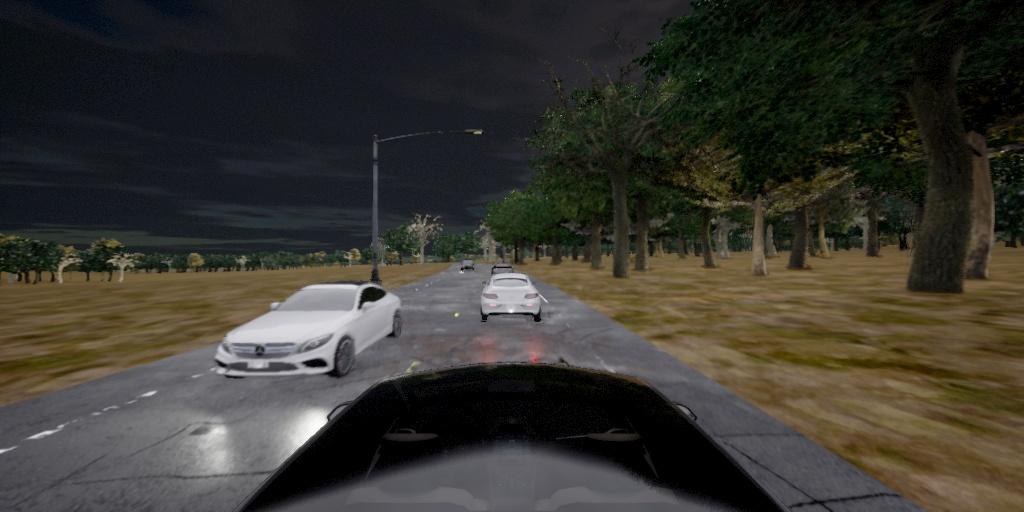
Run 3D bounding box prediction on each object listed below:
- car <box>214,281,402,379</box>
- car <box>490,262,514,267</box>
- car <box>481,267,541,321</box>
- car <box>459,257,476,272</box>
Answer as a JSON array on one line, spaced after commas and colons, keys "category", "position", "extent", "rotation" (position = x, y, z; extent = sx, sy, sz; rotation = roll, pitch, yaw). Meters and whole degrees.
[{"category": "car", "position": [-3.670, 1.282, 7.462], "extent": [1.812, 1.442, 4.674], "rotation": [0, 0, -1]}, {"category": "car", "position": [-0.867, 1.263, 31.064], "extent": [2.128, 1.511, 4.902], "rotation": [0, 0, -4]}, {"category": "car", "position": [-0.079, 1.284, 12.352], "extent": [1.812, 1.442, 4.674], "rotation": [0, 0, -1]}, {"category": "car", "position": [-5.882, 1.274, 47.823], "extent": [1.837, 1.490, 4.892], "rotation": [0, 0, -5]}]
